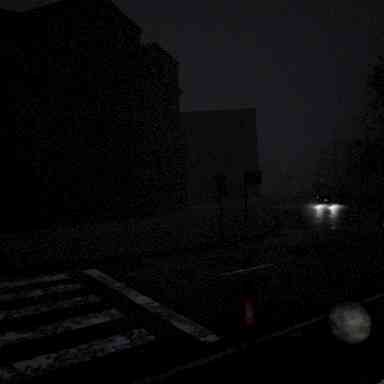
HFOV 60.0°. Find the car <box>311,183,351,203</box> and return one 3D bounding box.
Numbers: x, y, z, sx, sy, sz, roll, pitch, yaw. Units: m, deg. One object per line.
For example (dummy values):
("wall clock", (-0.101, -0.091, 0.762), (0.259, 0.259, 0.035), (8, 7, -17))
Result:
("car", (13.267, 0.181, 30.982), (2.033, 1.411, 5.357), (-2, 3, 39))

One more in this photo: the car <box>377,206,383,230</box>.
("car", (10.380, 0.868, 13.897), (2.097, 1.767, 4.553), (-5, 3, -30))

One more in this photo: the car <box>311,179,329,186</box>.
("car", (22.597, -1.514, 58.891), (1.882, 1.535, 5.008), (-3, 1, 4))
